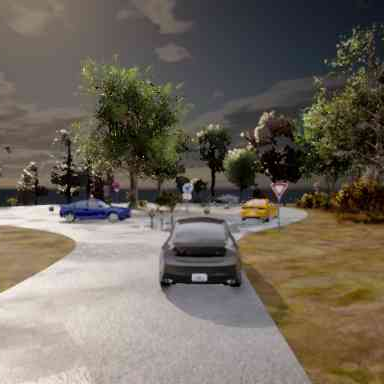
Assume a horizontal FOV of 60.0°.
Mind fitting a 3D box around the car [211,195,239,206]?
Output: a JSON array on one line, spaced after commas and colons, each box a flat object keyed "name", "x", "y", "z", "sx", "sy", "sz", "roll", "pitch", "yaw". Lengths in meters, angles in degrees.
[{"name": "car", "x": 4.751, "y": 1.097, "z": 46.408, "sx": 2.128, "sy": 1.511, "sz": 4.902, "roll": 0, "pitch": 0, "yaw": -41}]

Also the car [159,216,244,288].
[{"name": "car", "x": 0.261, "y": 1.427, "z": 9.037, "sx": 1.837, "sy": 1.490, "sz": 4.892, "roll": 0, "pitch": 1, "yaw": 3}]

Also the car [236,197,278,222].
[{"name": "car", "x": 5.081, "y": 1.267, "z": 24.601, "sx": 1.882, "sy": 1.535, "sz": 5.008, "roll": 0, "pitch": 1, "yaw": 25}]

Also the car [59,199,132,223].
[{"name": "car", "x": -6.713, "y": 1.280, "z": 23.223, "sx": 5.008, "sy": 1.535, "sz": 1.882, "roll": 0, "pitch": 1, "yaw": 8}]
